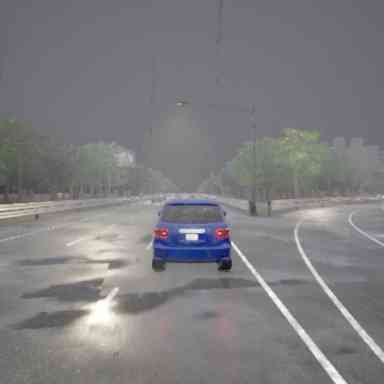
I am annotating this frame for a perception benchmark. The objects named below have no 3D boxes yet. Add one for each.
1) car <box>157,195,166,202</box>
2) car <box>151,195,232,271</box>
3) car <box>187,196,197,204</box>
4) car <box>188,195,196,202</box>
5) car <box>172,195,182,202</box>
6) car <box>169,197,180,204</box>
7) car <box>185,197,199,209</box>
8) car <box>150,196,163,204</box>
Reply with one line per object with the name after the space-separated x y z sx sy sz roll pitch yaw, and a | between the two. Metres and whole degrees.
-6.984 1.437 76.789 1.812 1.442 4.674 0 0 0 | car
0.000 1.220 11.000 2.150 2.045 5.566 0 0 0 | car
0.014 1.598 68.030 2.033 1.411 5.357 0 0 0 | car
0.016 1.483 77.203 1.994 1.385 4.181 0 0 0 | car
-3.484 1.438 76.789 2.128 1.511 4.902 0 0 0 | car
-3.486 1.653 66.812 1.895 1.301 4.718 0 0 0 | car
0.009 1.520 46.903 1.837 1.490 4.892 0 0 0 | car
-6.986 1.565 66.366 2.128 1.511 4.902 0 0 0 | car
